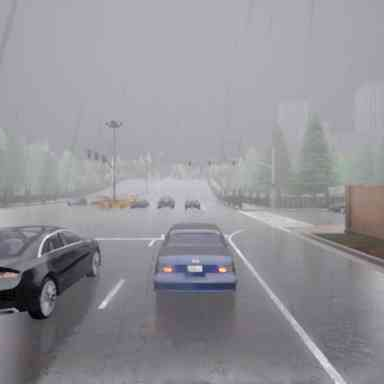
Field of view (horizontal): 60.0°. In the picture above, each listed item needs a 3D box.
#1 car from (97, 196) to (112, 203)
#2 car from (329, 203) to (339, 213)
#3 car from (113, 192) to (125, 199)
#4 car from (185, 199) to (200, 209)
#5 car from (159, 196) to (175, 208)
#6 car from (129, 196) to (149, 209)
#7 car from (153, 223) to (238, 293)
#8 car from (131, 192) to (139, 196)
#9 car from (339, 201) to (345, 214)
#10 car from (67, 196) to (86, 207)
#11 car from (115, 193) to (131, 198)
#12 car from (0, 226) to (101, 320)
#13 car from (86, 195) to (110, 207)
[{"bbox_3d":[-17.594,1.516,67.122,1.895,1.301,4.718,0,1,0],"label":"car"},{"bbox_3d":[16.845,1.478,34.721,4.892,1.490,1.837,0,0,0],"label":"car"},{"bbox_3d":[-17.682,0.845,81.072,1.994,1.385,4.181,0,3,0],"label":"car"},{"bbox_3d":[0.064,1.565,45.100,1.895,1.301,4.718,0,0,0],"label":"car"},{"bbox_3d":[-3.437,1.315,46.371,2.097,1.767,4.553,0,0,0],"label":"car"},{"bbox_3d":[-6.936,1.565,45.095,1.895,1.301,4.718,0,0,0],"label":"car"},{"bbox_3d":[0.071,1.540,8.982,2.033,1.411,5.357,0,0,0],"label":"car"},{"bbox_3d":[-14.184,0.791,81.387,1.812,1.442,4.674,0,3,0],"label":"car"},{"bbox_3d":[16.551,1.539,31.220,4.181,1.385,1.994,0,0,0],"label":"car"},{"bbox_3d":[-17.626,1.452,51.323,2.128,1.511,4.902,0,0,0],"label":"car"},{"bbox_3d":[-14.096,1.409,66.122,1.882,1.535,5.008,0,1,0],"label":"car"},{"bbox_3d":[-3.437,1.486,7.308,2.128,1.511,4.902,0,0,0],"label":"car"},{"bbox_3d":[-14.126,1.312,51.058,2.097,1.767,4.553,0,0,0],"label":"car"}]
